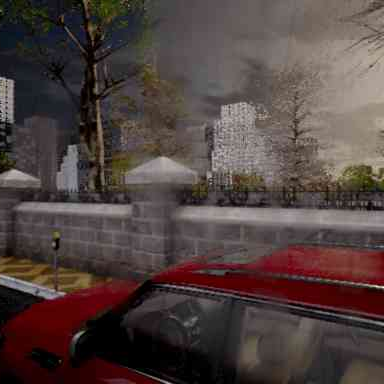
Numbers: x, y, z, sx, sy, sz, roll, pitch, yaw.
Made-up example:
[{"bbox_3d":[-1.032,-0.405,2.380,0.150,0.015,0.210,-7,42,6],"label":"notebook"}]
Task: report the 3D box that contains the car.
[{"bbox_3d":[0.550,1.319,2.330,5.009,1.841,2.192,0,0,35],"label":"car"}]
